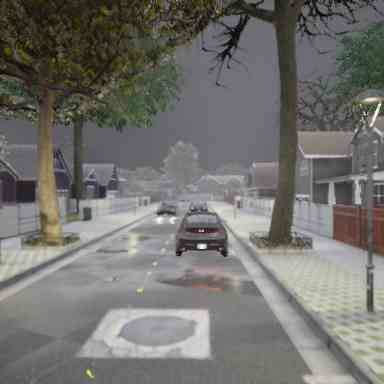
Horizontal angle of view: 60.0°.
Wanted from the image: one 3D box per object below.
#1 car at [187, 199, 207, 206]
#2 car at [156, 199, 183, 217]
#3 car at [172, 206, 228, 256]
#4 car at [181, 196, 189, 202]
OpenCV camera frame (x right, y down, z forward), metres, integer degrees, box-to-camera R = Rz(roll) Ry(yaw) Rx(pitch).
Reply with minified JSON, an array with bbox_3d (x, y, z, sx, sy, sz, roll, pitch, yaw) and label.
[{"bbox_3d":[0.684,1.664,35.603,1.895,1.301,4.718,0,0,1],"label":"car"},{"bbox_3d":[-2.299,1.602,32.247,2.033,1.411,5.357,0,0,1],"label":"car"},{"bbox_3d":[0.355,1.522,13.238,1.837,1.490,4.892,0,0,1],"label":"car"},{"bbox_3d":[-1.589,1.658,72.467,1.994,1.385,4.181,0,0,1],"label":"car"}]
